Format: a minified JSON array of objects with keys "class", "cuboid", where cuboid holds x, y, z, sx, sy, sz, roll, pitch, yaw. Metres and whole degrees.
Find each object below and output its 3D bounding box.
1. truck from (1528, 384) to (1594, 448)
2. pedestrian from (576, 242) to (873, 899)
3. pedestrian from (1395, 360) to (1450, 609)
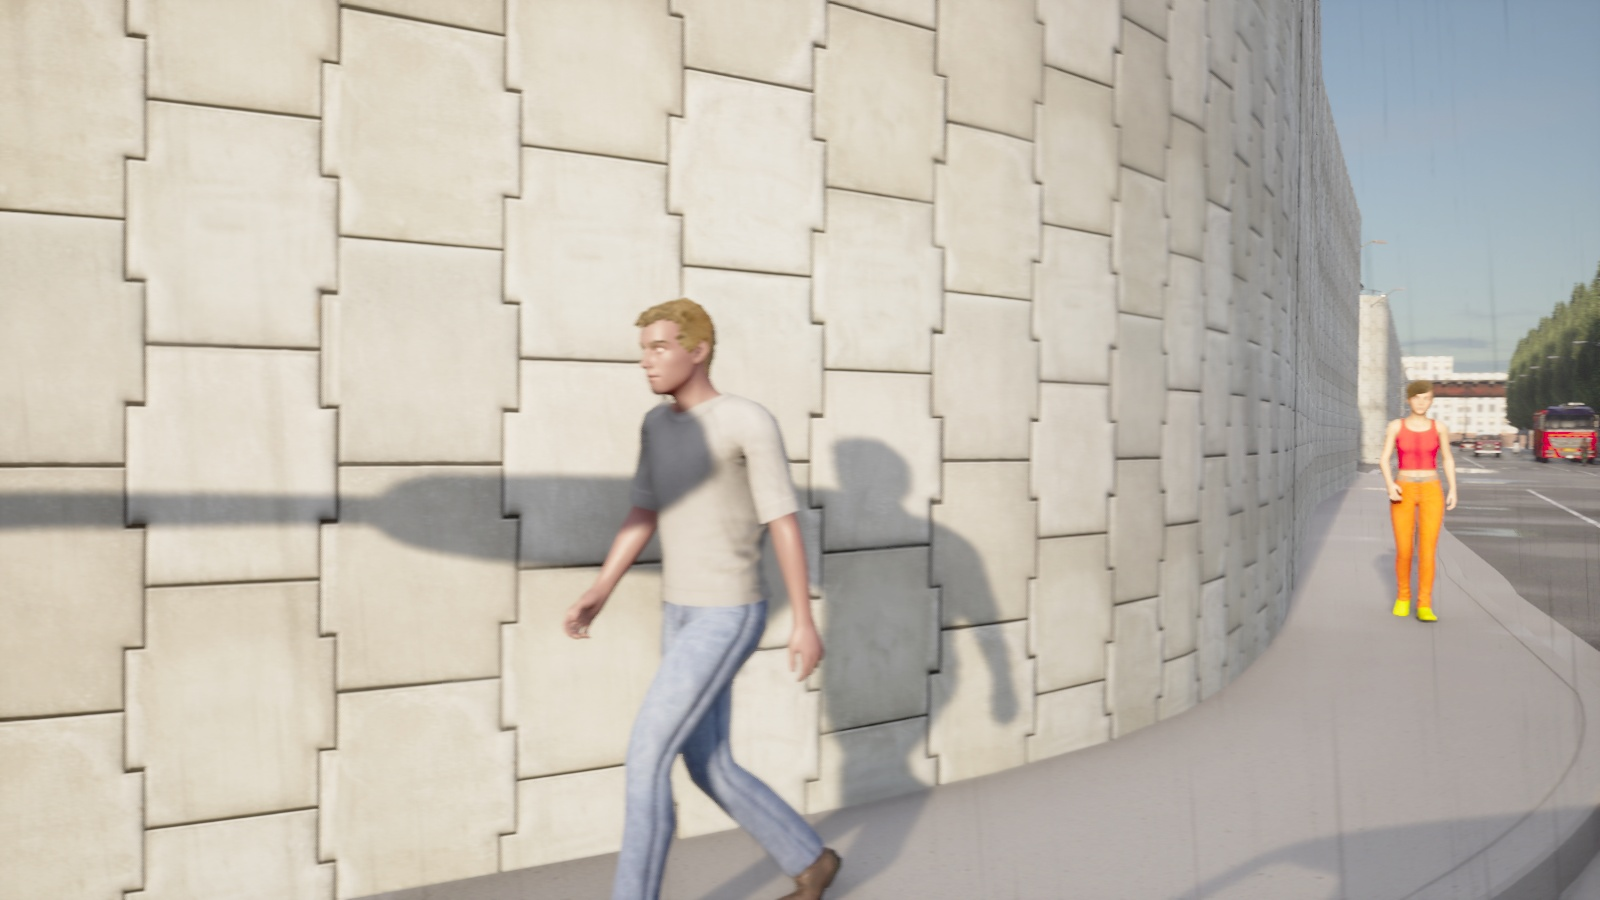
[{"class":"truck","cuboid":[48.750,-2.143,80.673,2.891,3.827,8.468,0,1,26]},{"class":"pedestrian","cuboid":[-0.198,0.403,3.428,0.706,1.836,0.354,-1,1,-35]},{"class":"pedestrian","cuboid":[4.748,0.254,9.592,0.345,1.836,0.594,0,1,23]}]
